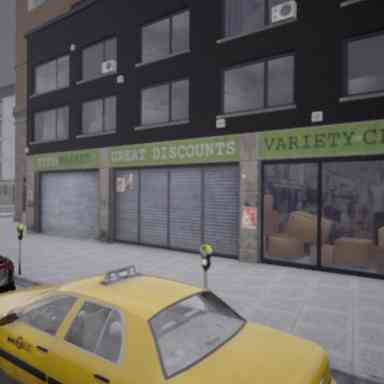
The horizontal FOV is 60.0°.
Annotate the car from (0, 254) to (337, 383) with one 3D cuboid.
[{"bbox_3d":[-0.989,1.525,3.804,4.829,1.417,1.752,0,1,36],"label":"car"}]
